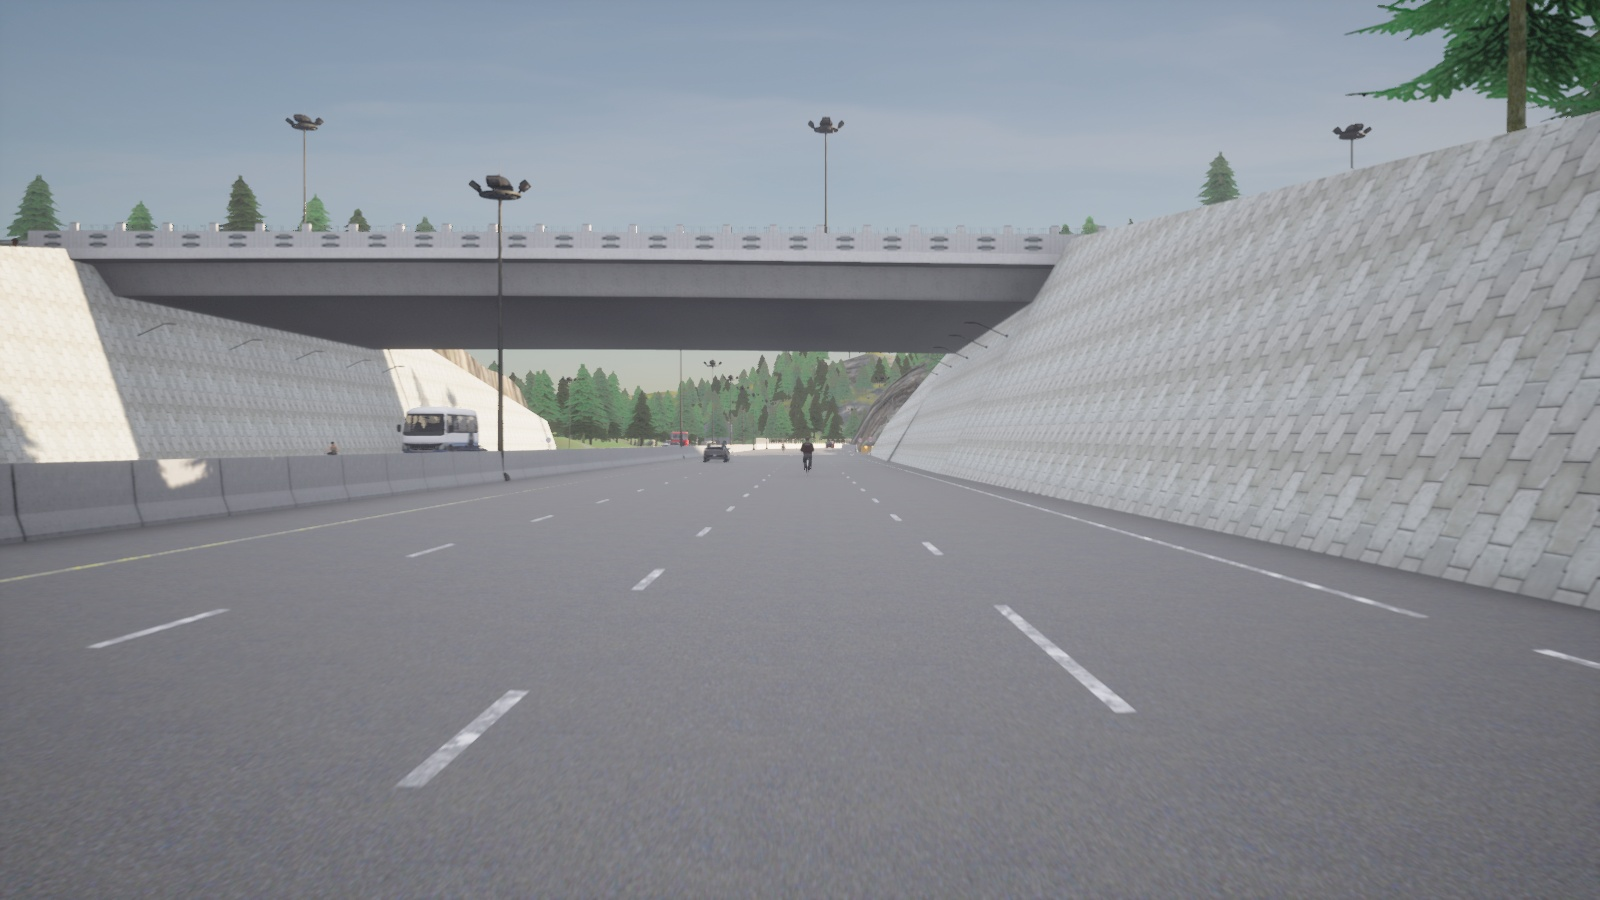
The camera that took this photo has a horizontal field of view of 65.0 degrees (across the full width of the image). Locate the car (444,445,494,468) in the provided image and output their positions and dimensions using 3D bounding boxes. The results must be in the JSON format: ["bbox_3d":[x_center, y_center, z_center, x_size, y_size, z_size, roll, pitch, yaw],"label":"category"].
[{"bbox_3d":[-20.540,0.354,78.110,1.994,1.385,4.181,0,0,0],"label":"car"}]

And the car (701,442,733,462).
[{"bbox_3d":[-6.447,0.147,97.824,2.128,1.511,4.902,0,0,0],"label":"car"}]
